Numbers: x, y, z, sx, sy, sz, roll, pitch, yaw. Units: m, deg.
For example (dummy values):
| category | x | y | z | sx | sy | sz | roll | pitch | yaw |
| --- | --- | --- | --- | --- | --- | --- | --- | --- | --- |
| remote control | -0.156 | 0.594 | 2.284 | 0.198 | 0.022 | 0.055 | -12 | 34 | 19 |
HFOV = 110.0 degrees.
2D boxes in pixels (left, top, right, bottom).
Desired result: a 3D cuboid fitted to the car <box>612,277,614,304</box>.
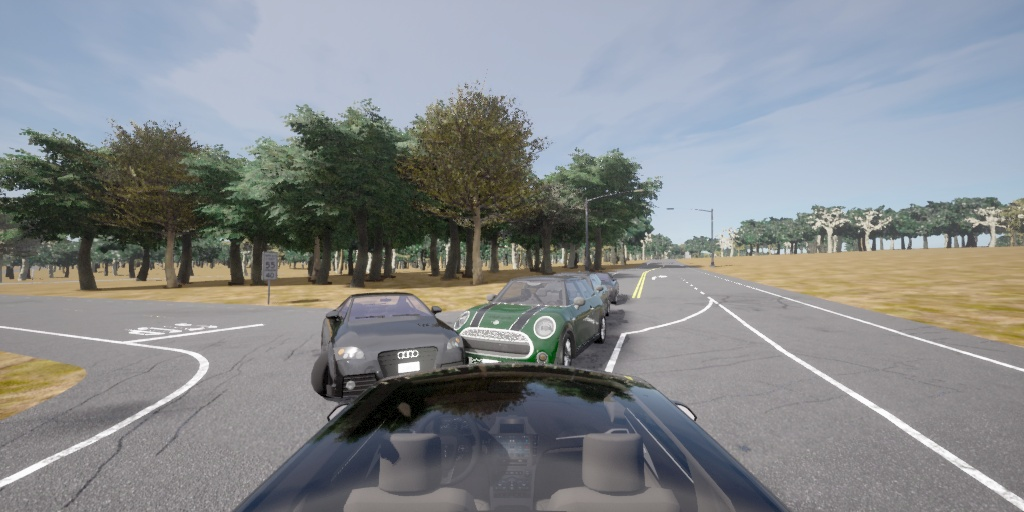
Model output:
| category | x | y | z | sx | sy | sz | roll | pitch | yaw |
| --- | --- | --- | --- | --- | --- | --- | --- | --- | --- |
| car | 2.027 | 1.344 | 12.095 | 2.097 | 1.767 | 4.553 | -1 | -1 | 21 |

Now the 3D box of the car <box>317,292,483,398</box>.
| category | x | y | z | sx | sy | sz | roll | pitch | yaw |
| --- | --- | --- | --- | --- | --- | --- | --- | --- | --- |
| car | -2.351 | 1.375 | 6.577 | 1.994 | 1.385 | 4.181 | 1 | -2 | -29 |

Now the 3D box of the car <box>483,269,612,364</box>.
| category | x | y | z | sx | sy | sz | roll | pitch | yaw |
| --- | --- | --- | --- | --- | --- | --- | --- | --- | --- |
| car | 0.620 | 1.217 | 7.782 | 2.097 | 1.767 | 4.553 | -1 | -2 | 26 |

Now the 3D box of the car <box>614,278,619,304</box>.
| category | x | y | z | sx | sy | sz | roll | pitch | yaw |
| --- | --- | --- | --- | --- | --- | --- | --- | --- | --- |
| car | 4.221 | 1.509 | 17.822 | 1.994 | 1.385 | 4.181 | -1 | 0 | 19 |
